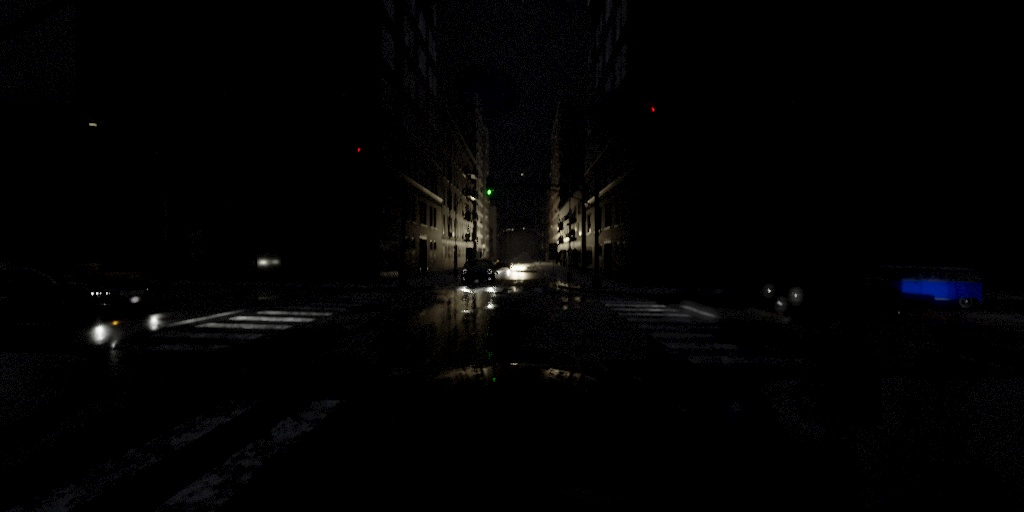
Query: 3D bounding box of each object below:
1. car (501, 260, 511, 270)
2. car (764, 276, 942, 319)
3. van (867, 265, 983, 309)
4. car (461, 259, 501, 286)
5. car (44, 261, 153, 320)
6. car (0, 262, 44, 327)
[{"bbox_3d":[-1.162,1.217,50.410,1.895,1.301,4.718,0,0,2],"label":"car"},{"bbox_3d":[12.356,1.524,13.417,4.718,1.301,1.895,1,1,4],"label":"car"},{"bbox_3d":[17.941,1.331,15.829,3.998,1.789,1.690,0,0,2],"label":"van"},{"bbox_3d":[-2.125,0.993,24.462,2.097,1.767,4.553,0,0,2],"label":"car"},{"bbox_3d":[-13.897,1.028,10.978,4.902,1.511,2.128,1,1,2],"label":"car"},{"bbox_3d":[-14.699,0.865,8.256,5.009,1.841,2.192,0,0,2],"label":"car"}]
